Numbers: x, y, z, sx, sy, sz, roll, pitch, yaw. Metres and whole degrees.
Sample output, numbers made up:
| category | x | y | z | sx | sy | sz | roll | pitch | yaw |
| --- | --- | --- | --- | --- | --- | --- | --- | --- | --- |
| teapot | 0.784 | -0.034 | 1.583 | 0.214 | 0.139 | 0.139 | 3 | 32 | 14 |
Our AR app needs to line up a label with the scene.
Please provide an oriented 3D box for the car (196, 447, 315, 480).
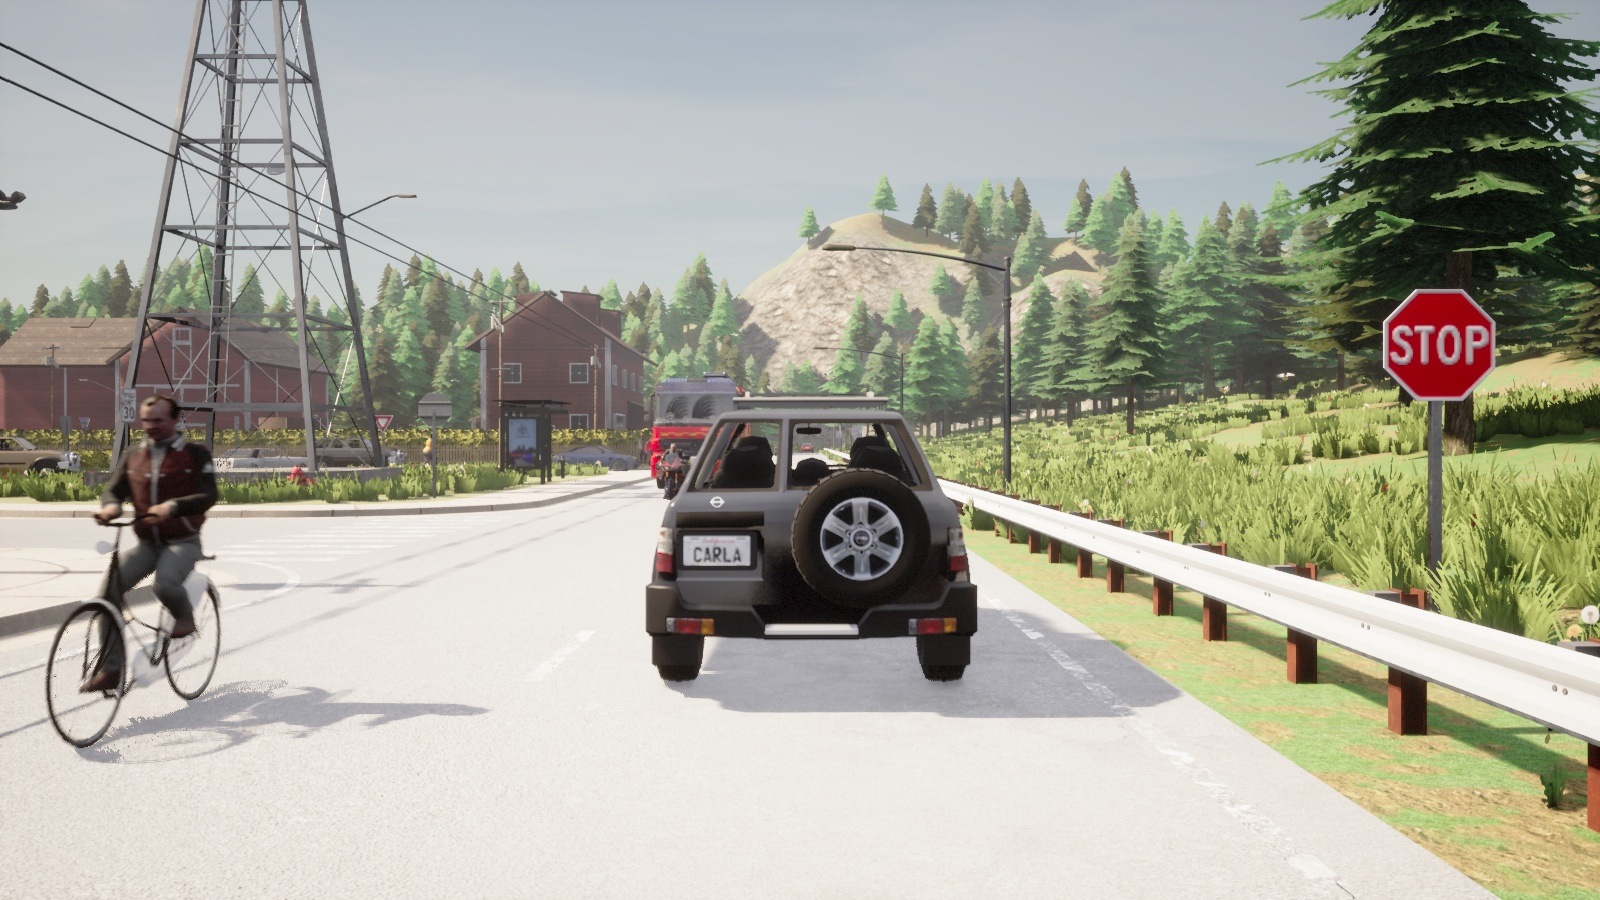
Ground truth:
| category | x | y | z | sx | sy | sz | roll | pitch | yaw |
| --- | --- | --- | --- | --- | --- | --- | --- | --- | --- |
| car | -22.659 | 0.532 | 52.508 | 1.895 | 1.301 | 4.718 | 0 | 0 | 18 |

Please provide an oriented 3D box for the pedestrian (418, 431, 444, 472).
| category | x | y | z | sx | sy | sz | roll | pitch | yaw |
| --- | --- | --- | --- | --- | --- | --- | --- | --- | --- |
| pedestrian | -16.851 | 0.065 | 57.311 | 0.900 | 1.855 | 0.874 | 0 | 0 | -33 |

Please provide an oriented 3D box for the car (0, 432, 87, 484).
| category | x | y | z | sx | sy | sz | roll | pitch | yaw |
| --- | --- | --- | --- | --- | --- | --- | --- | --- | --- |
| car | -28.697 | 0.283 | 45.539 | 4.605 | 1.855 | 1.932 | 0 | 0 | -17 |

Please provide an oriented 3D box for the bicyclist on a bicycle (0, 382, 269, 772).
| category | x | y | z | sx | sy | sz | roll | pitch | yaw |
| --- | --- | --- | --- | --- | --- | --- | --- | --- | --- |
| bicyclist on a bicycle | -3.513 | 0.577 | 6.641 | 0.659 | 1.776 | 1.843 | 0 | 0 | -1 |

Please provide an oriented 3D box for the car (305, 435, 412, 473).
| category | x | y | z | sx | sy | sz | roll | pitch | yaw |
| --- | --- | --- | --- | --- | --- | --- | --- | --- | --- |
| car | -21.653 | 0.197 | 61.738 | 4.605 | 1.855 | 1.932 | 0 | 0 | 0 |

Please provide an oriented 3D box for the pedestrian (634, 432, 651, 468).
| category | x | y | z | sx | sy | sz | roll | pitch | yaw |
| --- | --- | --- | --- | --- | --- | --- | --- | --- | --- |
| pedestrian | -8.597 | 0.008 | 68.543 | 0.788 | 1.949 | 0.423 | 0 | 0 | 32 |

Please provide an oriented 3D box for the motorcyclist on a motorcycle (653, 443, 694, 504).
| category | x | y | z | sx | sy | sz | roll | pitch | yaw |
| --- | --- | --- | --- | --- | --- | --- | --- | --- | --- |
| motorcyclist on a motorcycle | -3.301 | 0.593 | 32.944 | 0.866 | 1.530 | 2.191 | 0 | 0 | 0 |

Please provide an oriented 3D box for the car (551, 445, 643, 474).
| category | x | y | z | sx | sy | sz | roll | pitch | yaw |
| --- | --- | --- | --- | --- | --- | --- | --- | --- | --- |
| car | -9.944 | 0.454 | 61.756 | 4.181 | 1.385 | 1.994 | 0 | 0 | 0 |

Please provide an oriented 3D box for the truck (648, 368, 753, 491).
| category | x | y | z | sx | sy | sz | roll | pitch | yaw |
| --- | --- | --- | --- | --- | --- | --- | --- | --- | --- |
| truck | -3.243 | -0.664 | 43.188 | 2.891 | 3.827 | 8.468 | 0 | 0 | 0 |

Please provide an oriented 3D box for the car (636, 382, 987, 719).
| category | x | y | z | sx | sy | sz | roll | pitch | yaw |
| --- | --- | --- | --- | --- | --- | --- | --- | --- | --- |
| car | 0.067 | 0.514 | 9.224 | 1.932 | 1.855 | 4.605 | 0 | 1 | 0 |
